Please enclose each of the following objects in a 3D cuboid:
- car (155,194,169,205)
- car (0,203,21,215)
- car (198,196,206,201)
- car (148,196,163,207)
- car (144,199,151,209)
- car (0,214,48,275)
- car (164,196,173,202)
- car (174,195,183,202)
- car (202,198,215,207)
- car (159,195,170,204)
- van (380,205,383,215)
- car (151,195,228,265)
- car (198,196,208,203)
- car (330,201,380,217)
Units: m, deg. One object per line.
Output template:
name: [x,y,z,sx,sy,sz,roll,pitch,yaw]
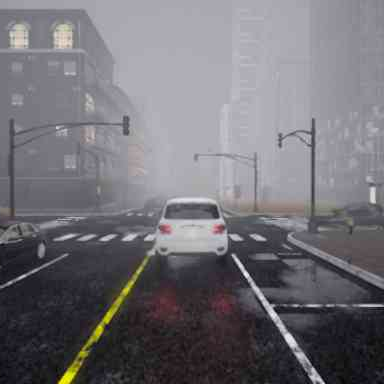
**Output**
car: [-5.791,1.419,64.619,2.192,1.841,5.009,-1,0,0]
car: [-17.924,1.545,29.559,4.829,1.417,1.752,0,1,0]
car: [2.529,1.693,87.282,1.887,1.381,4.507,-1,0,0]
car: [-5.774,1.523,53.320,1.967,1.590,4.097,-1,0,0]
car: [-5.764,1.618,47.671,1.887,1.381,4.507,-1,0,0]
car: [-5.714,1.564,9.605,2.008,1.369,4.403,-1,0,0]
car: [-5.810,1.719,81.565,1.802,1.307,4.206,-1,0,0]
car: [-3.101,1.431,75.787,1.882,1.535,5.008,0,0,0]
car: [2.574,1.628,53.388,1.887,1.381,4.507,-1,0,0]
car: [-5.797,1.555,70.266,1.967,1.590,4.097,-1,0,0]
van: [14.659,1.400,21.273,3.998,1.788,1.690,0,1,0]
car: [-0.065,1.235,11.925,2.150,2.045,5.566,0,-1,-2]
car: [2.545,1.677,75.984,2.008,1.369,4.403,-1,0,0]
car: [14.635,1.513,29.657,4.313,1.339,1.947,0,1,0]
